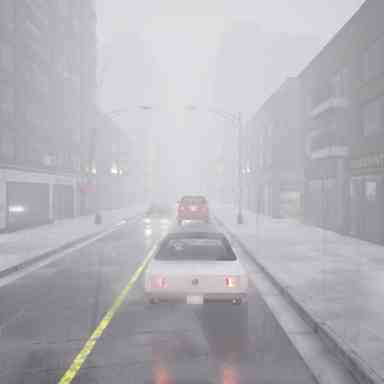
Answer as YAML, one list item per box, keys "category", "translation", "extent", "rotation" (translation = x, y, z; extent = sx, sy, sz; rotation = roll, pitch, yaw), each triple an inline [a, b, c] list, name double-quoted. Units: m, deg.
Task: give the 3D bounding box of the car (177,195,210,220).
- category: "car"
  translation: [0.092, 1.224, 24.172]
  extent: [2.150, 2.045, 5.566]
  rotation: [0, 0, 0]

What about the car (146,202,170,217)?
- category: "car"
  translation: [-3.113, 1.606, 31.095]
  extent: [1.895, 1.301, 4.718]
  rotation: [0, 0, 0]

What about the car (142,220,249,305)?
- category: "car"
  translation: [0.093, 1.601, 8.037]
  extent: [1.895, 1.301, 4.718]
  rotation: [0, 0, 1]
